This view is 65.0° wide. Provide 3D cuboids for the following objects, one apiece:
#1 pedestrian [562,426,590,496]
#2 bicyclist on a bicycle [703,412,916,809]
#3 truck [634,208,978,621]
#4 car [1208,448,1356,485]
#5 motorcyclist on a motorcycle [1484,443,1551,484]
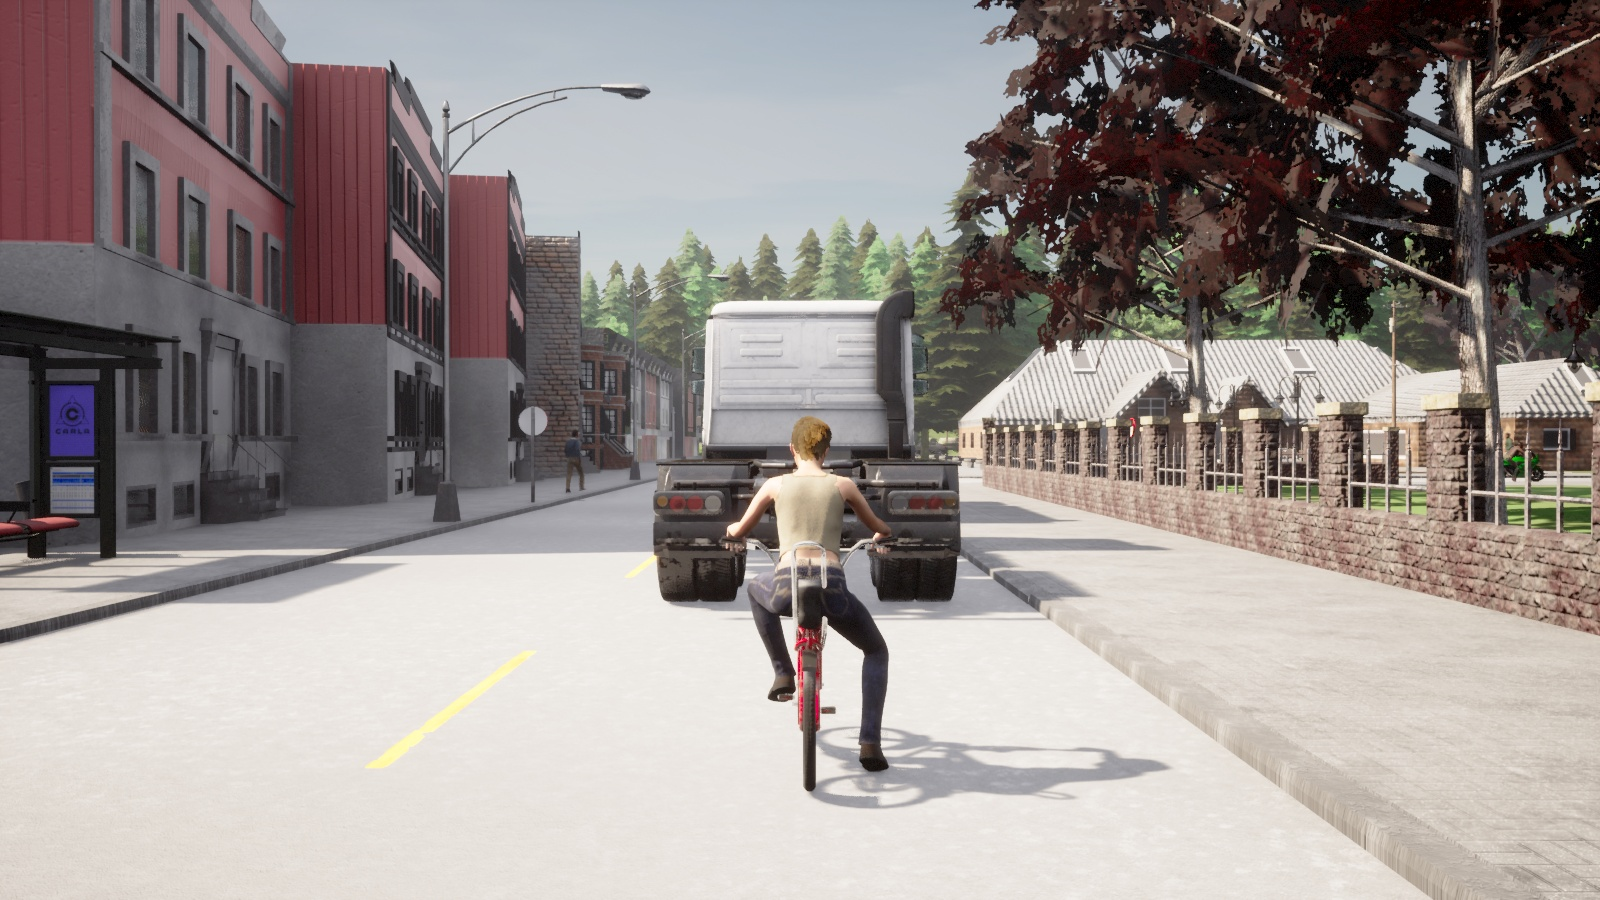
[{"bbox_3d":[-6.301,0.295,35.356,0.423,1.949,0.788,0,0,23],"label":"pedestrian"},{"bbox_3d":[0.044,0.650,5.856,0.866,1.612,1.509,0,0,0],"label":"bicyclist on a bicycle"},{"bbox_3d":[0.095,-0.317,14.519,2.891,3.462,7.936,0,0,1],"label":"truck"},{"bbox_3d":[17.769,0.599,46.425,4.718,1.301,1.895,0,0,-1],"label":"car"},{"bbox_3d":[26.488,0.488,46.375,2.044,1.523,0.797,0,0,-1],"label":"motorcyclist on a motorcycle"}]
